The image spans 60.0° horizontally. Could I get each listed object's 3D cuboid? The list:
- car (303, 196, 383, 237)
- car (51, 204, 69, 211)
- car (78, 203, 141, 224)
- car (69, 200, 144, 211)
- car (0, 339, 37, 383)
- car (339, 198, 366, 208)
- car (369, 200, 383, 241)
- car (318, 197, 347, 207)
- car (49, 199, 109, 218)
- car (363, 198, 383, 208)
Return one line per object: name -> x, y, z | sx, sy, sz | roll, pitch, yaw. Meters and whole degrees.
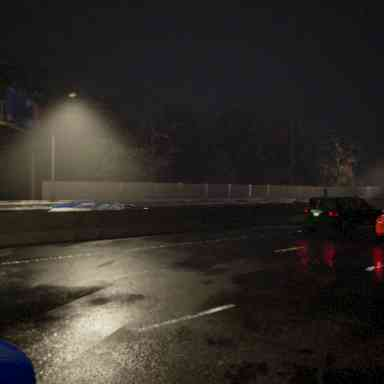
car -> 8.486, 1.231, 18.404 | 5.566, 2.045, 2.150 | 0, 0, -36
car -> -9.148, 1.601, 27.562 | 4.718, 1.301, 1.895 | 0, 0, -35
car -> -6.260, 1.565, 25.322 | 4.181, 1.385, 1.994 | 0, 0, -35
car -> -5.095, 1.492, 21.855 | 4.902, 1.511, 2.128 | 0, 0, -35
car -> -3.346, 1.477, 1.357 | 5.008, 1.535, 1.882 | 0, 0, -36
car -> 24.982, 1.643, 51.849 | 4.181, 1.385, 1.994 | 0, 0, -35
car -> 10.650, 1.362, 15.648 | 4.553, 1.767, 2.097 | 0, 0, -36
car -> 23.174, 1.572, 54.853 | 4.902, 1.511, 2.128 | 0, 0, -35
car -> -10.447, 1.478, 30.933 | 5.008, 1.535, 1.882 | 0, 0, -35
car -> 27.436, 1.607, 49.300 | 4.674, 1.442, 1.812 | 0, 0, -35
